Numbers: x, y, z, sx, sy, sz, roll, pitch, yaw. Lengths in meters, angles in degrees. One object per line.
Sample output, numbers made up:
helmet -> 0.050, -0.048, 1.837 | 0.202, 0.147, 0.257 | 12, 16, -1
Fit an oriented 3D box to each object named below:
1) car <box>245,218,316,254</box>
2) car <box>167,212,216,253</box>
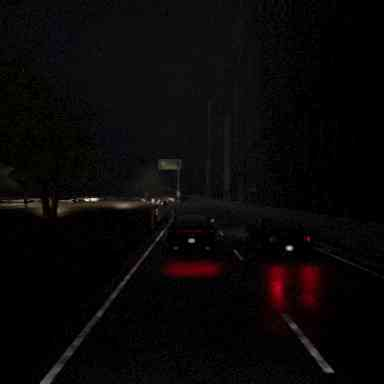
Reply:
car -> 3.488, 1.734, 14.114 | 1.895, 1.301, 4.718 | 0, 0, 0
car -> -0.009, 1.615, 14.474 | 1.882, 1.535, 5.008 | 0, 0, 0
